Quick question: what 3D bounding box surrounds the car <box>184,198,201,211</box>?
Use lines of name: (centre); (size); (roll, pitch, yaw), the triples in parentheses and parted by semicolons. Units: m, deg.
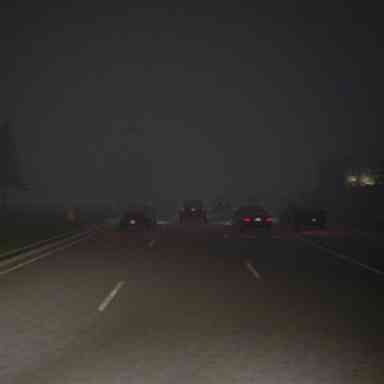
car: (0.092, 1.557, 42.956); (2.033, 1.411, 5.357); (0, 0, 0)

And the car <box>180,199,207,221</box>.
car: (0.095, 1.360, 27.030); (2.097, 1.767, 4.553); (0, 0, 0)

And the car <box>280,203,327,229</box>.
car: (7.096, 1.483, 21.863); (1.882, 1.535, 5.008); (0, 0, 0)

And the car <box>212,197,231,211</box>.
car: (3.593, 1.362, 40.022); (2.097, 1.767, 4.553); (0, 0, 0)

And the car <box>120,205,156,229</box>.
car: (-3.404, 1.531, 21.450); (1.812, 1.442, 4.674); (0, 0, 0)

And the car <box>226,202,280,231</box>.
car: (3.596, 1.552, 20.604); (2.033, 1.411, 5.357); (0, 0, 0)

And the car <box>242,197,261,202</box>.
car: (7.092, 1.362, 39.841); (2.097, 1.767, 4.553); (0, 0, 0)
